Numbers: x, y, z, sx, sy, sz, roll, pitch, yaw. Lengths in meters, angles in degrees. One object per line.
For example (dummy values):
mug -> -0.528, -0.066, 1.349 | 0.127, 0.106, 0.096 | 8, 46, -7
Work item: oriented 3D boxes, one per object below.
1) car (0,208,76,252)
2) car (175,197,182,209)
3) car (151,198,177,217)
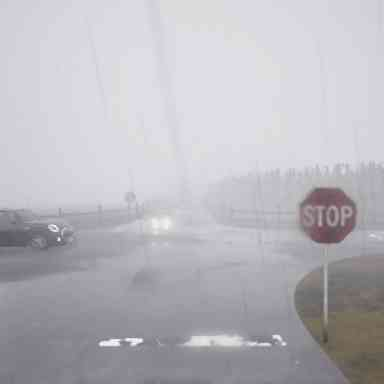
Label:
car -> -7.344, 1.465, 13.963 | 4.553, 1.767, 2.097 | -1, 0, 0
car -> -2.838, 1.684, 47.808 | 1.812, 1.442, 4.674 | 0, 0, 0
car -> -2.847, 1.594, 32.253 | 2.128, 1.511, 4.902 | 0, 0, 0
